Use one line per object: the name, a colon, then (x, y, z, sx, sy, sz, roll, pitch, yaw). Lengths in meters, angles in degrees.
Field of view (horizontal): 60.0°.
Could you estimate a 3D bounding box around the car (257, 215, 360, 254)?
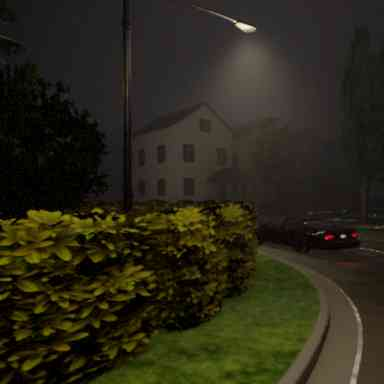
car: (4.470, 1.705, 14.412, 2.033, 1.411, 5.357, 0, -1, -24)
